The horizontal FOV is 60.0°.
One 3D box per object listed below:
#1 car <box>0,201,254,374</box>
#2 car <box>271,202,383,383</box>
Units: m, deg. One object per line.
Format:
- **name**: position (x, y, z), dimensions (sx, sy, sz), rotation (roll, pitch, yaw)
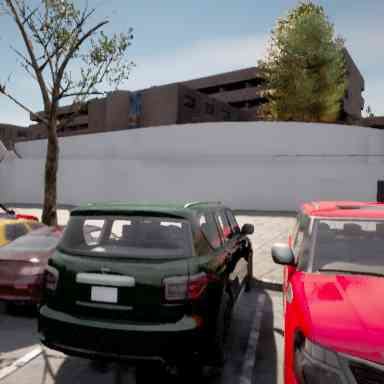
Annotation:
- **car**: position (-0.187, 1.182, 5.955), dimensions (2.435, 2.045, 5.566), rotation (0, -1, 15)
- **car**: position (2.262, 1.180, 4.159), dimensions (2.435, 2.045, 5.566), rotation (1, -1, 15)
